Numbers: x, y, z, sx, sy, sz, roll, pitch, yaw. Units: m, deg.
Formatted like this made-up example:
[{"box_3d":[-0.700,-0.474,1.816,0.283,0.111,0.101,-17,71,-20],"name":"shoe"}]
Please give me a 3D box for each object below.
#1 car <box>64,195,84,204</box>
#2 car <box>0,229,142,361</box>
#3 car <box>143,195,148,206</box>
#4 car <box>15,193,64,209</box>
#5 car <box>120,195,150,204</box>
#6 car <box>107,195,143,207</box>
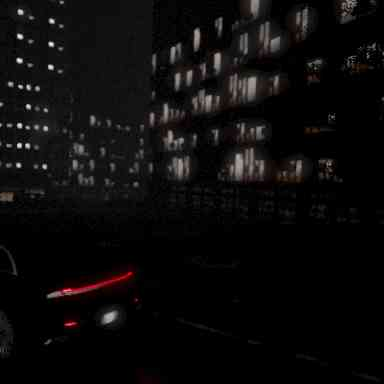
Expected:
[{"box_3d":[-19.026,1.139,51.279,4.403,1.369,2.008,1,2,-34],"name":"car"},{"box_3d":[-3.053,1.414,5.829,4.902,1.511,2.128,1,1,36],"name":"car"},{"box_3d":[-5.218,1.344,51.176,5.009,1.841,2.192,1,2,-34],"name":"car"},{"box_3d":[-19.251,1.133,41.571,5.009,1.841,2.192,1,2,-34],"name":"car"},{"box_3d":[-9.810,1.252,57.586,4.829,1.417,1.752,1,2,-34],"name":"car"},{"box_3d":[-9.903,1.503,47.980,4.507,1.381,1.887,1,2,-34],"name":"car"}]
